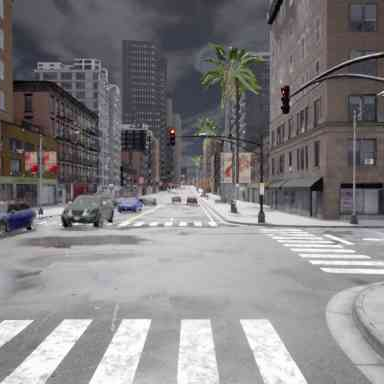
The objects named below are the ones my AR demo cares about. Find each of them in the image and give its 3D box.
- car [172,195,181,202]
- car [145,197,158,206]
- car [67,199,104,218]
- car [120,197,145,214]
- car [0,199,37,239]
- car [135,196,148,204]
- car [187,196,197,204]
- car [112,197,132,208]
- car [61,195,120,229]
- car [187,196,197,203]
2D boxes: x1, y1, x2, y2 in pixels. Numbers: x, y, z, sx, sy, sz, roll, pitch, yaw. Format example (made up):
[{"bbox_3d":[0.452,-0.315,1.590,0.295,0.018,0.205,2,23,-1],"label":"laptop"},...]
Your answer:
[{"bbox_3d":[-3.285,1.440,70.908,2.128,1.511,4.902,0,0,0],"label":"car"},{"bbox_3d":[-6.676,1.502,53.316,1.812,1.442,4.674,0,0,0],"label":"car"},{"bbox_3d":[-9.904,1.470,31.252,1.882,1.535,5.008,0,0,0],"label":"car"},{"bbox_3d":[-6.658,1.468,36.072,1.882,1.535,5.008,0,0,0],"label":"car"},{"bbox_3d":[-9.867,1.273,16.964,2.097,1.767,4.553,1,1,0],"label":"car"},{"bbox_3d":[-9.863,1.556,65.028,1.895,1.301,4.718,0,0,0],"label":"car"},{"bbox_3d":[0.000,1.440,61.335,1.882,1.535,5.008,0,0,0],"label":"car"},{"bbox_3d":[-9.922,1.461,47.398,1.882,1.535,5.008,0,0,0],"label":"car"},{"bbox_3d":[-6.619,1.196,21.876,2.150,2.045,5.566,1,-1,0],"label":"car"},{"bbox_3d":[-0.045,1.502,71.377,1.994,1.385,4.181,0,0,0],"label":"car"}]
